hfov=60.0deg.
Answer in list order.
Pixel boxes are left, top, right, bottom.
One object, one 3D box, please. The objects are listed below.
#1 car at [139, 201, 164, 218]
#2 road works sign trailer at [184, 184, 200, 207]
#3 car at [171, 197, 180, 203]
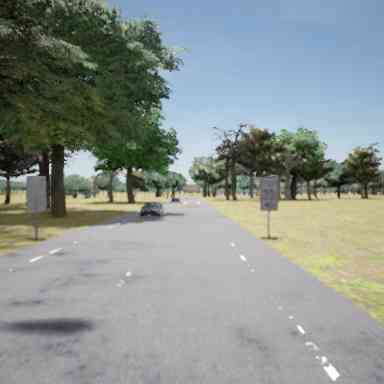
[{"bbox_3d":[-3.606,1.578,30.679,2.033,1.411,5.357,0,0,0],"label":"car"},{"bbox_3d":[0.072,0.520,52.722,2.380,3.560,2.880,0,0,0],"label":"road works sign trailer"},{"bbox_3d":[-3.520,1.637,71.515,1.895,1.301,4.718,0,0,0],"label":"car"}]
